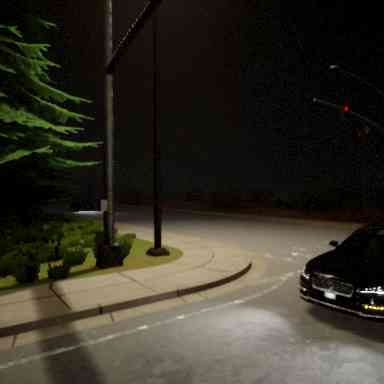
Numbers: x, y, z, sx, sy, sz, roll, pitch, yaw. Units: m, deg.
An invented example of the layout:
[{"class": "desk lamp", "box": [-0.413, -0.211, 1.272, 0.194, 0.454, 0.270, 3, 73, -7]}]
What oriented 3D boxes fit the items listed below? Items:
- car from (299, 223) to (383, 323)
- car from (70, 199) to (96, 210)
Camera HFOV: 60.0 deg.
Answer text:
[{"class": "car", "box": [4.248, 1.428, 6.874, 4.892, 1.490, 1.837, -1, 0, -35]}, {"class": "car", "box": [-12.526, 1.462, 38.167, 1.994, 1.385, 4.181, -1, 0, -34]}]
